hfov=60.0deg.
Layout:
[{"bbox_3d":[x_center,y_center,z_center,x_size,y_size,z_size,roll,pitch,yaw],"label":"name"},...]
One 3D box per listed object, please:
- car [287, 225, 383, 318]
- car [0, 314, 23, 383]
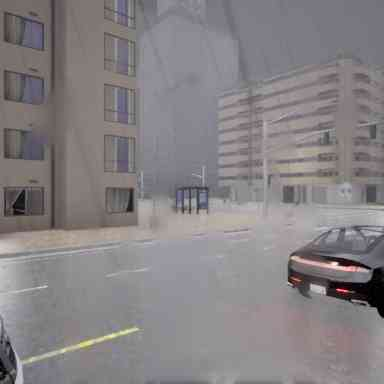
[{"bbox_3d":[4.096,1.492,7.353,4.902,1.511,2.128,0,0,-39],"label":"car"},{"bbox_3d":[-3.785,1.221,1.347,5.566,2.045,2.150,0,0,-32],"label":"car"}]
